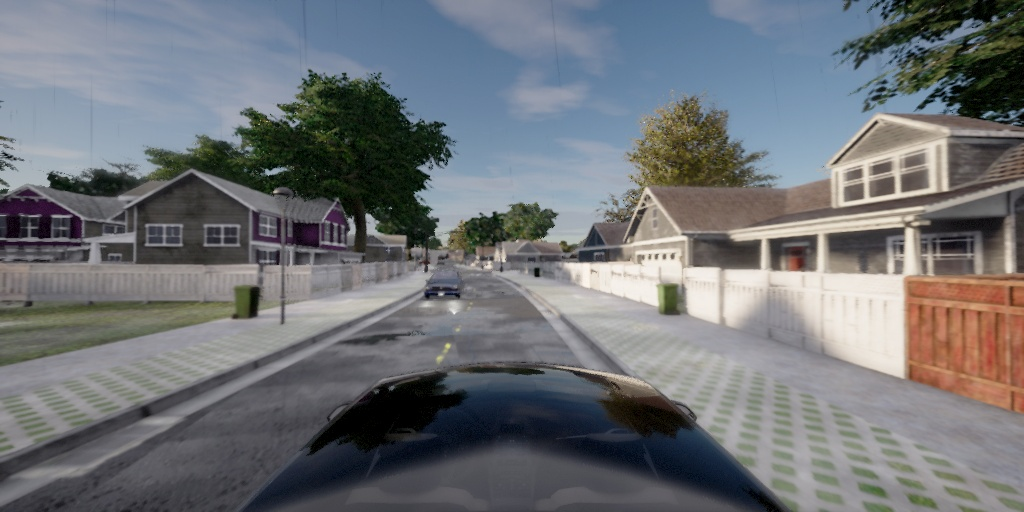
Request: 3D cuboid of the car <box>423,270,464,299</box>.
[{"bbox_3d":[-3.643,1.494,20.006,2.033,1.411,5.357,0,-1,-5],"label":"car"}]
